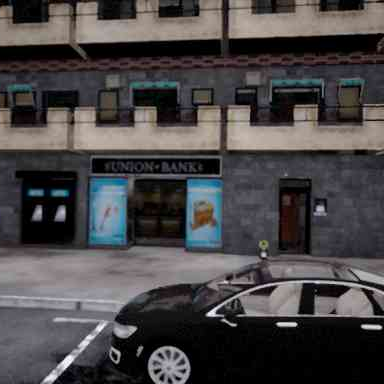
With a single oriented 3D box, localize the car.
[{"bbox_3d":[1.145,1.621,4.381,4.403,1.369,2.008,1,0,6],"label":"car"}]
